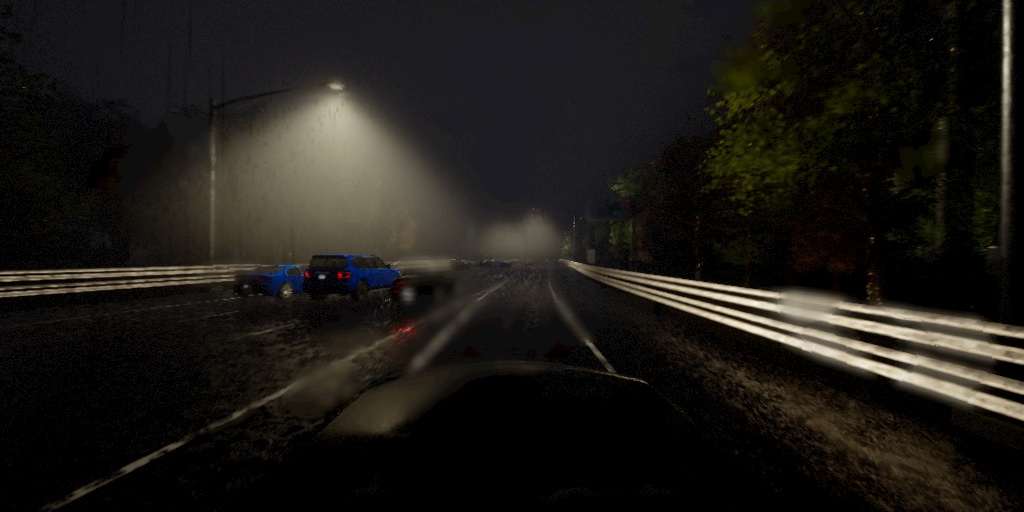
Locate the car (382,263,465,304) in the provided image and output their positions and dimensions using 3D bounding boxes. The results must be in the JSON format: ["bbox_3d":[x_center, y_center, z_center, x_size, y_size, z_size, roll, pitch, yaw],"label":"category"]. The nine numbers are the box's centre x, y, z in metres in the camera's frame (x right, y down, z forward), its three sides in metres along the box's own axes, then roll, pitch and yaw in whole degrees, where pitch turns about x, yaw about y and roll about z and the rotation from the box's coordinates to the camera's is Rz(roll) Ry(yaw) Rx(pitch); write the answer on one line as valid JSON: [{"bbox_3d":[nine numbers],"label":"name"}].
[{"bbox_3d":[-3.759,1.254,16.334,1.837,1.490,4.892,0,0,7],"label":"car"}]

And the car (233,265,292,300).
[{"bbox_3d":[-10.690,1.162,17.300,1.882,1.535,5.008,1,0,7],"label":"car"}]

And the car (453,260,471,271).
[{"bbox_3d":[-6.944,1.325,48.738,2.128,1.511,4.902,1,0,7],"label":"car"}]

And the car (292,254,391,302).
[{"bbox_3d":[-7.215,0.938,16.860,2.150,2.045,5.566,1,0,7],"label":"car"}]
